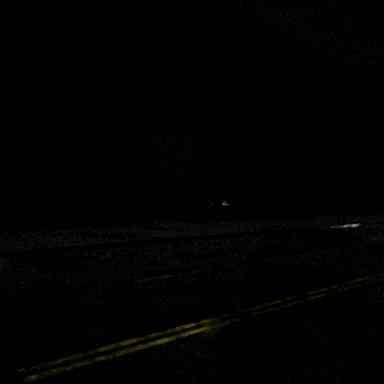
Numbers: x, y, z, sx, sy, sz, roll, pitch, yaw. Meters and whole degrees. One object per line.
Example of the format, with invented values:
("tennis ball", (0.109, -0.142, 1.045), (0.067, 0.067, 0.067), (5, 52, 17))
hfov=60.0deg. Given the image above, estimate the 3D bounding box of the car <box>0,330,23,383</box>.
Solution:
("car", (-3.526, 1.193, 0.926), (5.566, 2.045, 2.150), (1, -1, -35))
